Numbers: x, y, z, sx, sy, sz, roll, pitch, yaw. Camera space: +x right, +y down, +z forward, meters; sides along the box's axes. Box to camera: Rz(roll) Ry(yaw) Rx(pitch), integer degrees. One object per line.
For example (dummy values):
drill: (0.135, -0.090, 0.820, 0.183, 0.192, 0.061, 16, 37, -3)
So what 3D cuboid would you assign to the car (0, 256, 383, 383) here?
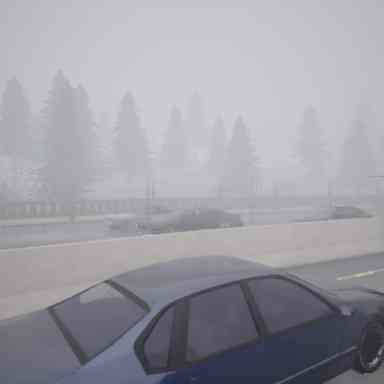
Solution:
car: (0.311, 1.512, 3.830, 5.357, 1.411, 2.033, -1, 1, -34)

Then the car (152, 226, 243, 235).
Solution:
car: (-0.044, 1.410, 16.156, 5.357, 1.411, 2.033, -1, 1, -30)

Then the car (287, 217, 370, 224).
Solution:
car: (6.623, 1.338, 15.742, 4.674, 1.442, 1.812, -1, 0, -27)
